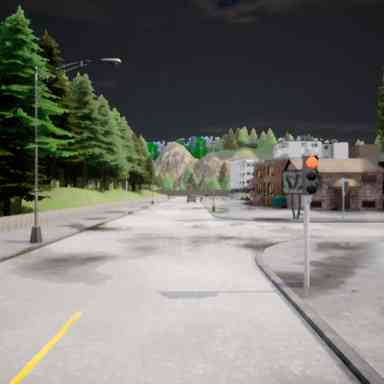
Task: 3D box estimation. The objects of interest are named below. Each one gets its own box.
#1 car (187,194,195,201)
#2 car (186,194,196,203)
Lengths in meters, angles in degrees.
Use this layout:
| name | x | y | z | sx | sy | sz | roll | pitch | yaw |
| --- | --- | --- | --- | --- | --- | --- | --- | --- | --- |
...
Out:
| name | x | y | z | sx | sy | sz | roll | pitch | yaw |
| --- | --- | --- | --- | --- | --- | --- | --- | --- | --- |
| car | -0.129 | 1.301 | 78.224 | 1.837 | 1.490 | 4.892 | 0 | 0 | 0 |
| car | -0.111 | 1.464 | 67.804 | 2.128 | 1.511 | 4.902 | 0 | 0 | 0 |
